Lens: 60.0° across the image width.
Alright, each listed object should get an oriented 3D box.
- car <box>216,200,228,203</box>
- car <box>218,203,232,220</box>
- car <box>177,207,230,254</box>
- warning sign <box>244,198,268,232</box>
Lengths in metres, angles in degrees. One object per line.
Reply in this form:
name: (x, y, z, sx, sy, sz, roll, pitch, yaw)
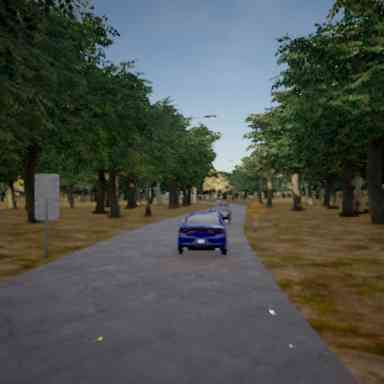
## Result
car: (6.776, 2.573, 71.440, 1.994, 1.385, 4.181, 0, -1, 9)
car: (2.399, 1.911, 28.645, 1.895, 1.301, 4.718, 0, -1, 10)
car: (0.540, 1.617, 14.293, 1.882, 1.535, 5.008, 0, 0, 5)
warning sign: (3.705, 1.314, 19.304, 1.300, 1.860, 1.060, 1, 0, 7)
